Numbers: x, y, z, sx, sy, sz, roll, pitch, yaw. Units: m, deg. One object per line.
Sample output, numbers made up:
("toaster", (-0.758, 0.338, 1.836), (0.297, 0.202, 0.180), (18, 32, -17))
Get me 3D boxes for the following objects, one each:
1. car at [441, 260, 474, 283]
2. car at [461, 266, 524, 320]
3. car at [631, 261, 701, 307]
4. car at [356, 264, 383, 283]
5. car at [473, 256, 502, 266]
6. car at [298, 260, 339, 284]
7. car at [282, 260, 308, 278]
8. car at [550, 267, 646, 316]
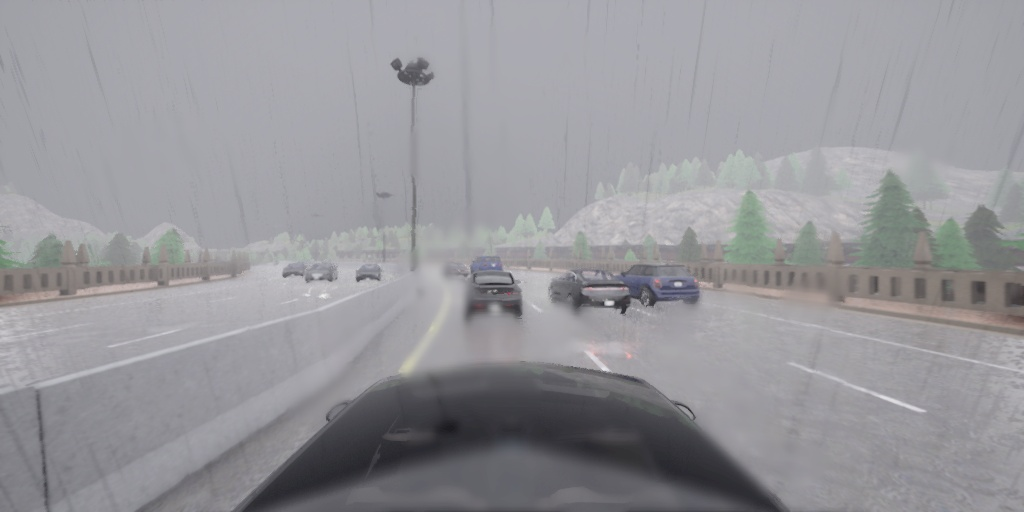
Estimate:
("car", (-5.316, 1.335, 33.181), (2.033, 1.411, 5.357), (0, 0, -19))
("car", (-0.725, 1.260, 12.647), (1.837, 1.490, 4.892), (0, 0, -6))
("car", (5.927, 1.079, 15.498), (2.097, 1.767, 4.553), (0, 0, -8))
("car", (-11.718, 1.375, 29.653), (2.033, 1.411, 5.357), (0, 0, -18))
("car", (-2.632, 0.991, 35.976), (2.150, 2.045, 5.566), (0, 0, -20))
("car", (-15.182, 1.342, 28.781), (2.128, 1.511, 4.902), (0, 0, -19))
("car", (-21.787, 1.456, 36.247), (2.033, 1.411, 5.357), (0, 0, -24))
("car", (2.703, 1.232, 13.359), (2.128, 1.511, 4.902), (0, 0, -6))
